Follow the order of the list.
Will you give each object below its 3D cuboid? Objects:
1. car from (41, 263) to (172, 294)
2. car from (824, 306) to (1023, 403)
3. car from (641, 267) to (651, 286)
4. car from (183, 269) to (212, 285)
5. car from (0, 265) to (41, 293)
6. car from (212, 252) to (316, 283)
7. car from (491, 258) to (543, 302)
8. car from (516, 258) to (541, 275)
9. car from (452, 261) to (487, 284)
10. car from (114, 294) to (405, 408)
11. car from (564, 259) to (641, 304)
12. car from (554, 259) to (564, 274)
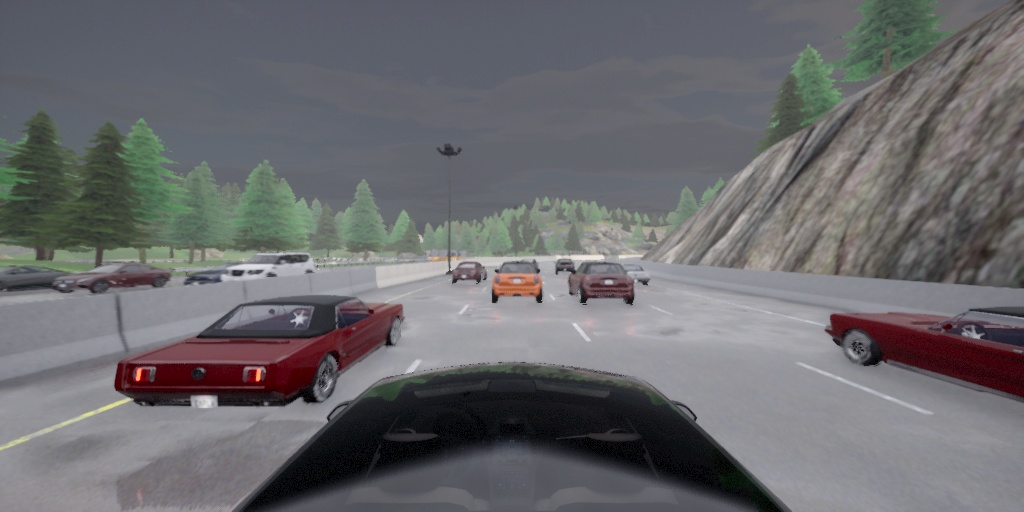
[{"bbox_3d":[-20.855,1.107,19.030,1.812,1.442,4.674,0,0,2],"label":"car"},{"bbox_3d":[7.104,1.338,4.917,1.895,1.301,4.718,0,0,0],"label":"car"},{"bbox_3d":[7.568,1.192,23.818,1.895,1.301,4.718,0,0,4],"label":"car"},{"bbox_3d":[-17.218,1.109,22.397,2.033,1.411,5.357,0,0,3],"label":"car"},{"bbox_3d":[-24.399,1.152,17.447,1.994,1.385,4.181,0,0,2],"label":"car"},{"bbox_3d":[-13.798,0.799,20.850,2.150,2.045,5.566,0,1,3],"label":"car"},{"bbox_3d":[0.250,0.988,16.346,2.097,1.767,4.553,0,0,1],"label":"car"},{"bbox_3d":[1.697,0.982,35.632,2.128,1.511,4.902,0,0,7],"label":"car"},{"bbox_3d":[-2.862,1.092,24.797,1.812,1.442,4.674,0,0,4],"label":"car"},{"bbox_3d":[-3.392,1.311,6.187,1.895,1.301,4.718,0,0,0],"label":"car"},{"bbox_3d":[3.728,0.998,15.733,2.097,1.767,4.553,0,0,1],"label":"car"},{"bbox_3d":[5.243,1.000,35.764,1.837,1.490,4.892,0,1,7],"label":"car"}]
